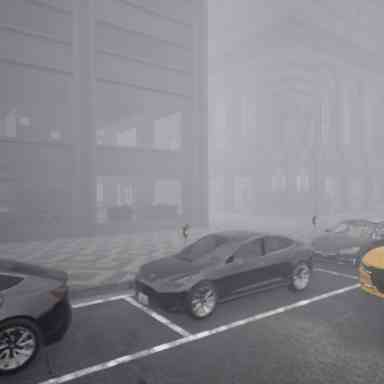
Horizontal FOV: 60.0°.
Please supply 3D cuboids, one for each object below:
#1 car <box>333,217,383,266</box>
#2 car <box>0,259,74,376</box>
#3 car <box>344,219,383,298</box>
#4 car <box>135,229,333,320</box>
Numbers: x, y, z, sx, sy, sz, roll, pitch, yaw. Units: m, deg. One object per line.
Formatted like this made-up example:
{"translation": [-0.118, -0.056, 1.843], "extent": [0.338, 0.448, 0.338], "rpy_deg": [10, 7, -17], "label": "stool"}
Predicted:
{"translation": [5.484, 1.518, 10.561], "extent": [4.403, 1.369, 2.008], "rpy_deg": [0, 0, -35], "label": "car"}
{"translation": [-3.695, 1.568, 4.017], "extent": [4.313, 1.339, 1.947], "rpy_deg": [0, 0, -35], "label": "car"}
{"translation": [5.723, 1.449, 7.457], "extent": [5.008, 1.535, 1.882], "rpy_deg": [0, 0, -35], "label": "car"}
{"translation": [0.895, 1.550, 7.289], "extent": [4.313, 1.339, 1.947], "rpy_deg": [0, 0, -35], "label": "car"}
